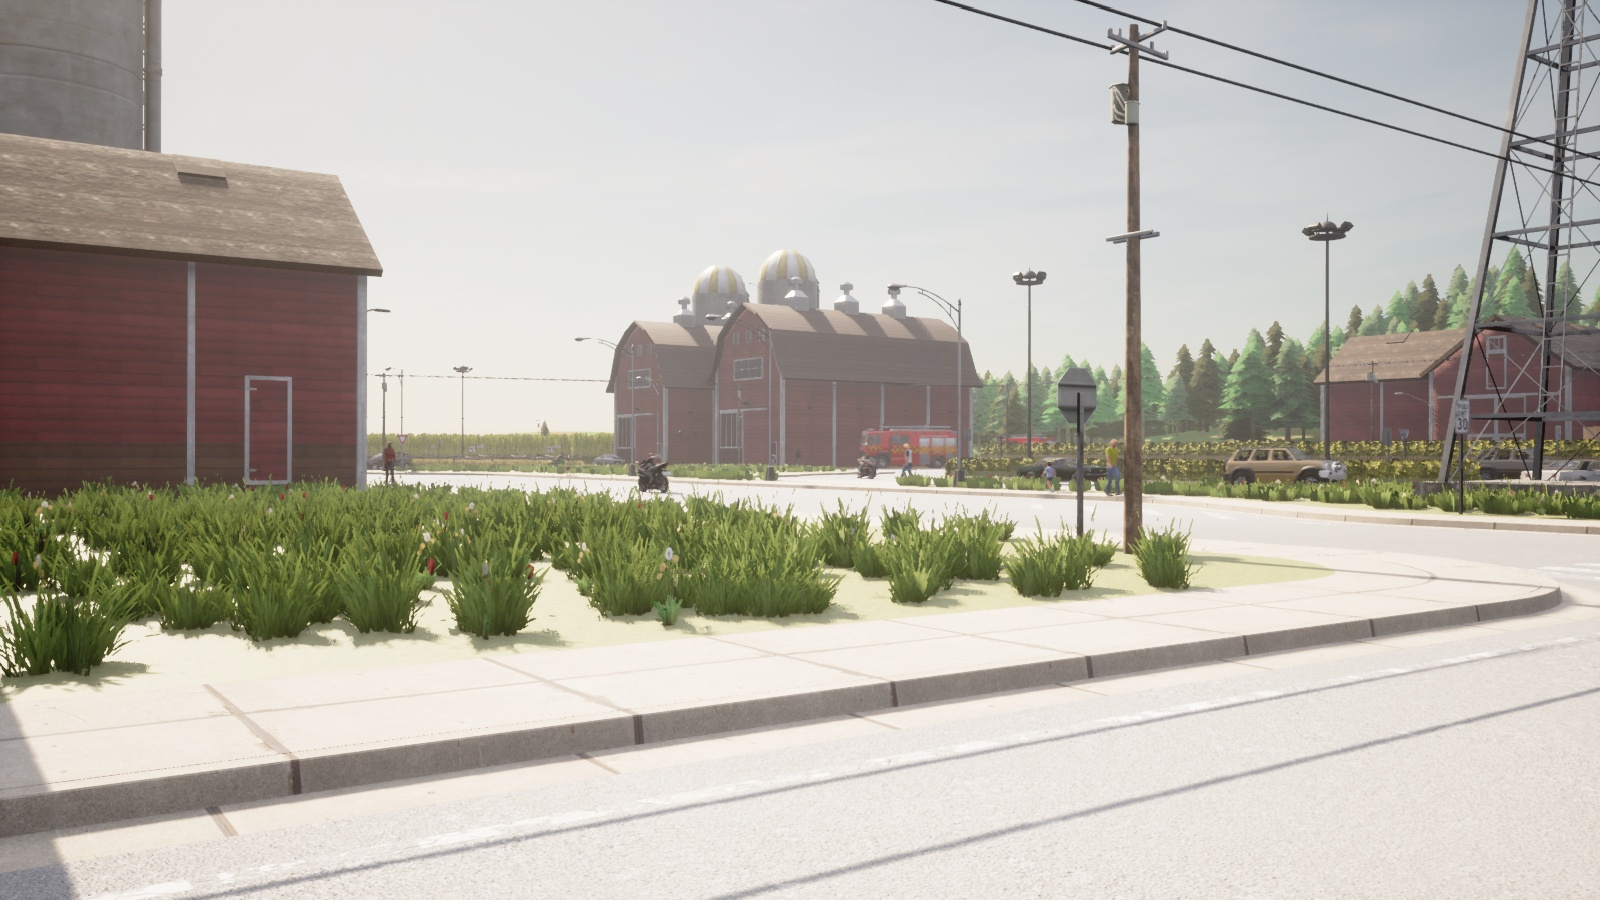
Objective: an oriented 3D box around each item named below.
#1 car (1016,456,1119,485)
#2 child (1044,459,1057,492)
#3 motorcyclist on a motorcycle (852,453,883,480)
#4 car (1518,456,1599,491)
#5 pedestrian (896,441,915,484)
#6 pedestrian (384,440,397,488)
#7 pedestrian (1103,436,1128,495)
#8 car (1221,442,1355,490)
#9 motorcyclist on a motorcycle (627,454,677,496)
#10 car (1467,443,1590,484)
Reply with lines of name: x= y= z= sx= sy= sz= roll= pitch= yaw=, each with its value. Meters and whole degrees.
car: x=12.689 y=0.965 z=59.819 sx=1.895 sy=1.301 sz=4.718 roll=0 pitch=0 yaw=-35
child: x=8.525 y=0.867 z=42.750 sx=0.255 sy=1.110 sz=0.394 roll=0 pitch=0 yaw=-34
motorcyclist on a motorcycle: x=3.887 y=0.949 z=72.466 sx=0.866 sy=1.530 sz=2.191 roll=1 pitch=-1 yaw=-24
car: x=30.457 y=0.899 z=48.582 sx=4.718 sy=1.301 sz=1.895 roll=0 pitch=0 yaw=-17
pedestrian: x=4.568 y=0.530 z=54.399 sx=0.706 sy=1.836 sz=0.354 roll=0 pitch=0 yaw=27
pedestrian: x=-15.971 y=0.554 z=48.996 sx=0.331 sy=1.846 sz=0.636 roll=0 pitch=0 yaw=-34
pedestrian: x=9.861 y=0.475 z=39.286 sx=0.354 sy=1.836 sz=0.706 roll=0 pitch=0 yaw=-34
car: x=19.661 y=0.646 z=50.722 sx=1.932 sy=1.855 sz=4.605 roll=-1 pitch=0 yaw=-45
motorcyclist on a motorcycle: x=-5.525 y=0.906 z=46.763 sx=0.866 sy=1.530 sz=2.191 roll=0 pitch=0 yaw=-36
car: x=34.275 y=0.635 z=59.196 sx=1.932 sy=1.855 sz=4.605 roll=0 pitch=0 yaw=-35
